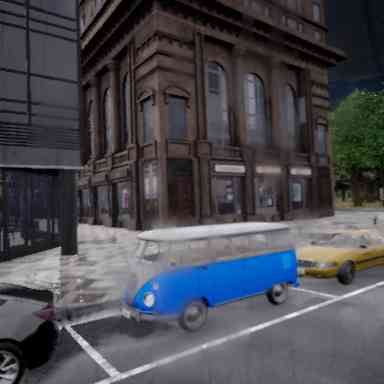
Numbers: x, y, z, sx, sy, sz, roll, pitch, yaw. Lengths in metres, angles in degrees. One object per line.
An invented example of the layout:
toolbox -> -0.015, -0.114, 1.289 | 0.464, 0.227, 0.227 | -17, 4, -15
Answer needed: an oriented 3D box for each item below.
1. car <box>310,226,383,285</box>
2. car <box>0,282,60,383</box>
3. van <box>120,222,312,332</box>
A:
car -> 4.799, 1.746, 10.217 | 4.829, 1.417, 1.752 | -1, -3, -36
car -> -3.865, 1.876, 3.929 | 4.313, 1.339, 1.947 | -1, -3, -36
van -> 0.528, 1.606, 7.131 | 3.998, 1.788, 1.690 | -1, -3, -36
